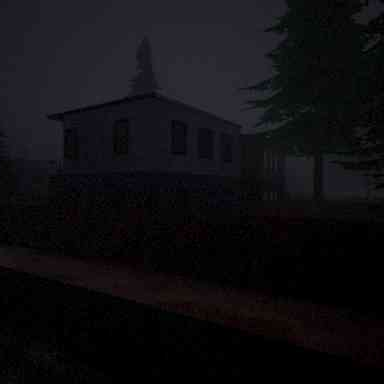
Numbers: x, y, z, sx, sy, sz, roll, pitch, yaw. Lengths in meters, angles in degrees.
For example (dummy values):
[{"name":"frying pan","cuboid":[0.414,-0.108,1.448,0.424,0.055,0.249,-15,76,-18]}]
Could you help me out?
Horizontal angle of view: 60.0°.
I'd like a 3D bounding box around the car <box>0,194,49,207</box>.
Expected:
[{"name":"car","cuboid":[-14.753,1.195,29.594,2.150,2.045,5.566,0,0,27]}]
